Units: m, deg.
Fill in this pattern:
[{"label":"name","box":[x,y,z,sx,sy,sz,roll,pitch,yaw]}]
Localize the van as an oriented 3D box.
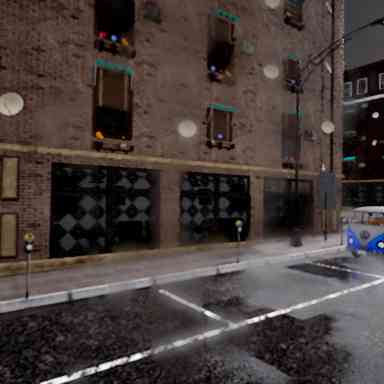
[{"label":"van","box":[7.061,1.399,11.670,3.998,1.788,1.690,0,1,-35]}]
